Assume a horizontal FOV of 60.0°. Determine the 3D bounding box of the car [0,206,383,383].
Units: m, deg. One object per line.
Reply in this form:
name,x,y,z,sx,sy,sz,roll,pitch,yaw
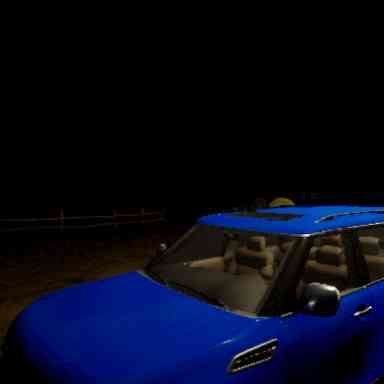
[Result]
car,0.933,1.221,3.731,5.566,2.045,2.150,0,0,-35
